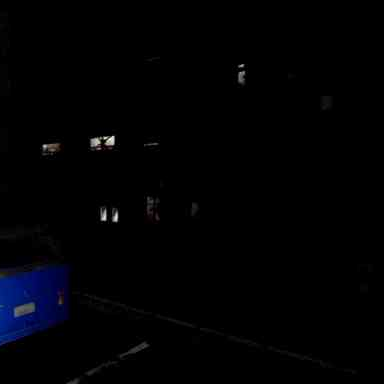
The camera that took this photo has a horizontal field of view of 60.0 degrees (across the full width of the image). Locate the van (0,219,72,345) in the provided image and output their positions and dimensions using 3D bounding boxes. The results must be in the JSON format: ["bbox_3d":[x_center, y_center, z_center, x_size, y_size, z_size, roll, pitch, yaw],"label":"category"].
[{"bbox_3d":[-3.750,1.338,5.532,3.998,1.788,1.690,0,1,36],"label":"van"}]
